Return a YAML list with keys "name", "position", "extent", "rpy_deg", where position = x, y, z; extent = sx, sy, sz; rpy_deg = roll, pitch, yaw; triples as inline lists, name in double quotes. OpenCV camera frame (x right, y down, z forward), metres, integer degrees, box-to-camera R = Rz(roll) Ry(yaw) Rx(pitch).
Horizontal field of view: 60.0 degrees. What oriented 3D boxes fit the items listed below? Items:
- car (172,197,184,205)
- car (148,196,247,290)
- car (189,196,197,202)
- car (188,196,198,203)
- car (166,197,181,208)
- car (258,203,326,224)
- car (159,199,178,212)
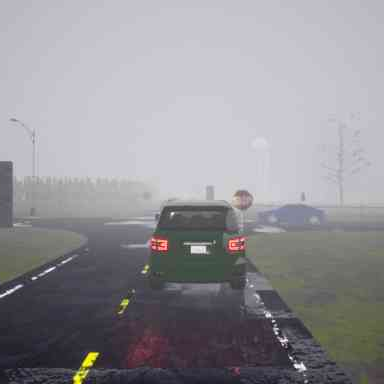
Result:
- name: "car"
  position: [-2.644, 1.603, 62.699]
  extent: [2.033, 1.411, 5.357]
  rpy_deg: [0, 0, 1]
- name: "car"
  position: [0.111, 1.222, 9.198]
  extent: [2.150, 2.045, 5.566]
  rpy_deg: [0, 0, 0]
- name: "car"
  position: [0.205, 1.618, 80.595]
  extent: [1.812, 1.442, 4.674]
  rpy_deg: [0, 0, 0]
- name: "car"
  position: [0.282, 1.618, 70.145]
  extent: [2.033, 1.411, 5.357]
  rpy_deg: [0, 0, 0]
- name: "car"
  position: [-2.713, 1.560, 49.456]
  extent: [1.812, 1.442, 4.674]
  rpy_deg: [0, 0, 1]
- name: "car"
  position: [7.555, 1.593, 25.350]
  extent: [5.008, 1.535, 1.882]
  rpy_deg: [1, 1, 0]
- name: "car"
  position: [-2.733, 1.586, 39.487]
  extent: [1.994, 1.385, 4.181]
  rpy_deg: [0, 0, 0]
